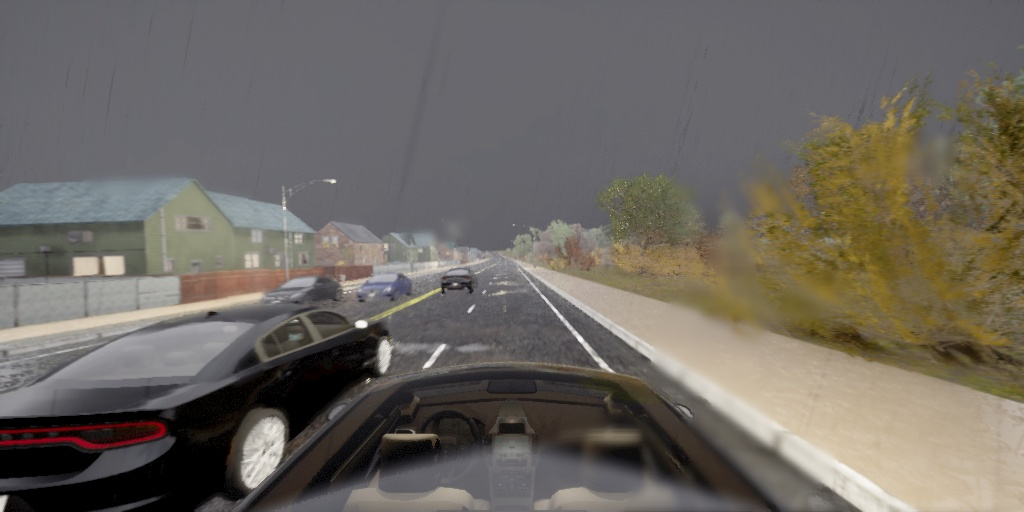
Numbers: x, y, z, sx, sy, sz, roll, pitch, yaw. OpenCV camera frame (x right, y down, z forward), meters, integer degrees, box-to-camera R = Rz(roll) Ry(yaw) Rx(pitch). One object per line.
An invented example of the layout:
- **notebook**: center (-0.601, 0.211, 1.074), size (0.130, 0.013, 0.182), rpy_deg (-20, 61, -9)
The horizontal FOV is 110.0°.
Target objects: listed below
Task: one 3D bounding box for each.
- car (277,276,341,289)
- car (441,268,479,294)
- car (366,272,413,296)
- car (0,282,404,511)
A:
- **car**: center (-9.896, 1.705, 17.351), size (1.812, 1.442, 4.674), rpy_deg (-2, 0, 0)
- **car**: center (-3.234, 1.477, 22.807), size (1.882, 1.535, 5.008), rpy_deg (-2, 0, 0)
- **car**: center (-6.659, 1.613, 19.313), size (1.812, 1.442, 4.674), rpy_deg (-2, 0, 0)
- **car**: center (-3.131, 1.349, 4.590), size (1.882, 1.535, 5.008), rpy_deg (-2, 0, 0)
